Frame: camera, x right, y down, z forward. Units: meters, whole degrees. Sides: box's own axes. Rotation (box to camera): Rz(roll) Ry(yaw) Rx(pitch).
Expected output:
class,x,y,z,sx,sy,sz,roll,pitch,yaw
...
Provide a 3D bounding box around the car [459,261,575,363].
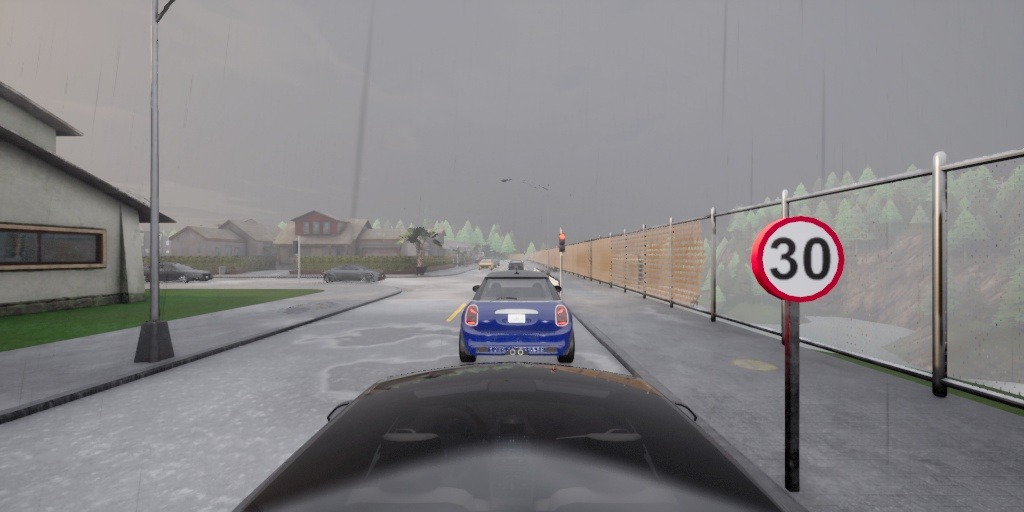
class,x,y,z,sx,sy,sz,roll,pitch,yaw
car,0.115,1.102,8.332,2.097,1.767,4.553,0,0,1

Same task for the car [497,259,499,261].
class,x,y,z,sx,sy,sz,roll,pitch,yaw
car,-3.558,1.254,60.650,1.837,1.490,4.892,0,0,1

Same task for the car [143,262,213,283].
class,x,y,z,sx,sy,sz,roll,pitch,yaw
car,-25.106,1.249,26.695,4.892,1.490,1.837,2,0,1

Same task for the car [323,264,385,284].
class,x,y,z,sx,sy,sz,roll,pitch,yaw
car,-11.667,1.314,26.639,4.181,1.385,1.994,0,0,-2

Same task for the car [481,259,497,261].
class,x,y,z,sx,sy,sz,roll,pitch,yaw
car,-3.661,1.227,51.200,1.882,1.535,5.008,0,0,1
